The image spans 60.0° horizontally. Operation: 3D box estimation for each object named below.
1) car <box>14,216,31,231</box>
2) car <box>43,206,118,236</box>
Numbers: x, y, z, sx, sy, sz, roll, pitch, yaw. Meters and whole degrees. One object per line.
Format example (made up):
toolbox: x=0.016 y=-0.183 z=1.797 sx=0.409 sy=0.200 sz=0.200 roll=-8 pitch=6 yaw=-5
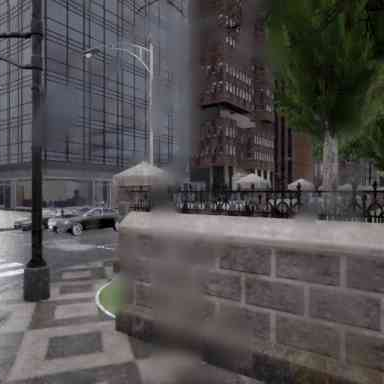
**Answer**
car: x=-8.440 y=1.632 z=20.220 sx=2.008 sy=1.369 sz=4.403 roll=0 pitch=-1 yaw=36
car: x=-5.881 y=1.577 z=19.211 sx=2.128 sy=1.511 sz=4.902 roll=0 pitch=0 yaw=36
